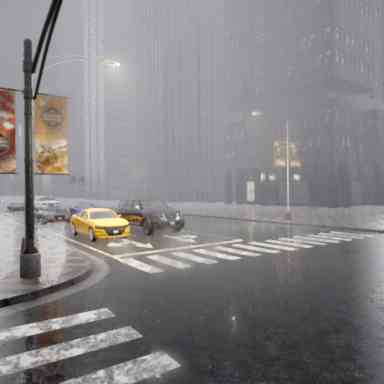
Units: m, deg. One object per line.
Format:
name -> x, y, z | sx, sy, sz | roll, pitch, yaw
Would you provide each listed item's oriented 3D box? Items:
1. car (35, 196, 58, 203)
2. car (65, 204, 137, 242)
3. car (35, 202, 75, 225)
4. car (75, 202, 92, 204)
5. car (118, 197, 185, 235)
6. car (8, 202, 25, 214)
car -> -18.817, 1.530, 43.105 | 2.150, 2.045, 5.566 | -1, 0, -35
car -> -5.030, 1.635, 17.858 | 1.882, 1.535, 5.008 | -1, 0, -35
car -> -10.903, 1.788, 26.193 | 1.994, 1.385, 4.181 | -1, 0, -35
car -> -9.826, 1.688, 30.297 | 1.882, 1.535, 5.008 | -1, 0, -35
car -> -2.717, 1.353, 20.181 | 2.150, 2.045, 5.566 | -1, 0, -37
car -> -21.581, 1.939, 41.395 | 1.895, 1.301, 4.718 | -1, 0, -35
